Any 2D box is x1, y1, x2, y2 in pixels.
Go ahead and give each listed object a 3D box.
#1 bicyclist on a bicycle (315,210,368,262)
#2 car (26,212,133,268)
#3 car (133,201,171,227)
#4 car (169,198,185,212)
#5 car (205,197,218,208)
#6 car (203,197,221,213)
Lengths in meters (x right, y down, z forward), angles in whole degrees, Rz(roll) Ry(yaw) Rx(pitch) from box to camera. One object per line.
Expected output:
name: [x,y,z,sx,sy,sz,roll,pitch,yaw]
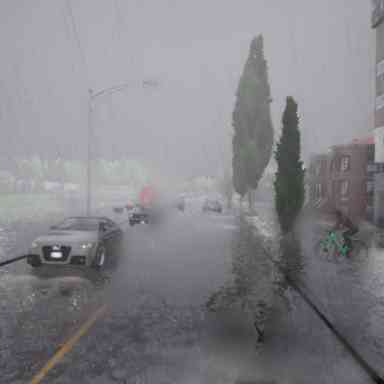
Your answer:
bicyclist on a bicycle: [4.762,1.404,10.550,1.656,1.620,0.582,2,0,3]
car: [-3.530,1.498,10.921,1.994,1.385,4.181,1,0,3]
car: [-2.844,1.531,22.275,1.895,1.301,4.718,1,0,3]
car: [-1.840,1.433,37.753,1.837,1.490,4.892,1,-1,4]
car: [2.951,1.506,49.680,1.812,1.442,4.674,1,0,4]
car: [2.242,1.549,37.382,1.994,1.385,4.181,1,0,3]
